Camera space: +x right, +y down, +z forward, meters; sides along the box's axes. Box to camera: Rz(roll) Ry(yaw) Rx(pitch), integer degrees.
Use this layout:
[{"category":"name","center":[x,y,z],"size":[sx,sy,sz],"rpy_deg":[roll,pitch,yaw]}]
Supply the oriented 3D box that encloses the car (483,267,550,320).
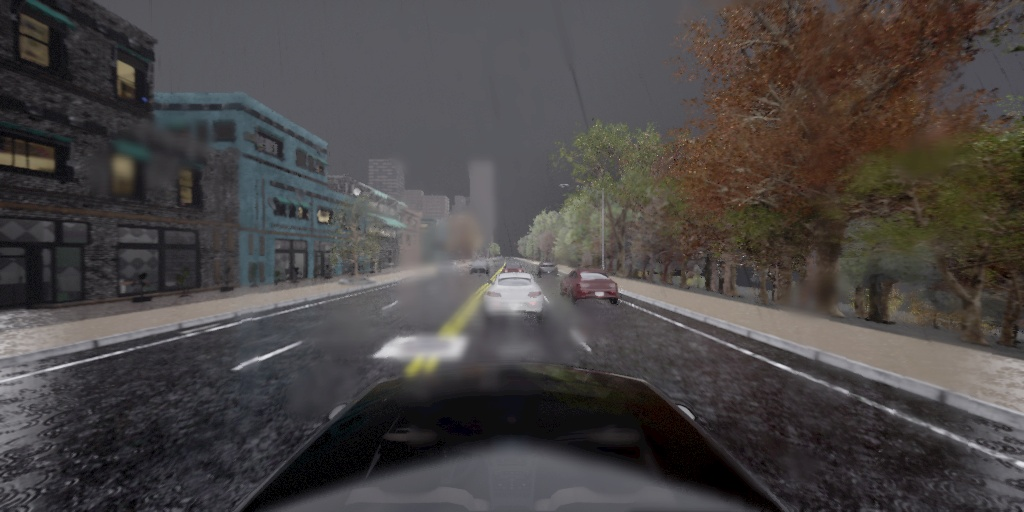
[{"category":"car","center":[0.099,1.273,12.490],"size":[1.812,1.442,4.674],"rpy_deg":[0,0,0]}]

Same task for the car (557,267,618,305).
[{"category":"car","center":[3.335,1.272,15.895],"size":[1.812,1.442,4.674],"rpy_deg":[0,0,0]}]

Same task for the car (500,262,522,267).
[{"category":"car","center":[0.098,1.343,33.218],"size":[1.895,1.301,4.718],"rpy_deg":[0,0,0]}]

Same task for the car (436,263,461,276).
[{"category":"car","center":[-6.598,1.342,37.543],"size":[1.895,1.301,4.718],"rpy_deg":[0,0,0]}]

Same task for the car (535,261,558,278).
[{"category":"car","center":[3.347,1.234,34.166],"size":[2.128,1.511,4.902],"rpy_deg":[0,0,0]}]

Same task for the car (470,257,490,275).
[{"category":"car","center":[-3.344,1.218,38.320],"size":[1.882,1.535,5.008],"rpy_deg":[0,0,0]}]
